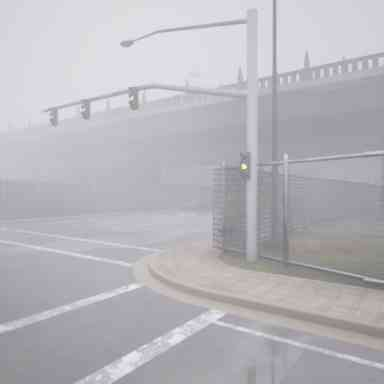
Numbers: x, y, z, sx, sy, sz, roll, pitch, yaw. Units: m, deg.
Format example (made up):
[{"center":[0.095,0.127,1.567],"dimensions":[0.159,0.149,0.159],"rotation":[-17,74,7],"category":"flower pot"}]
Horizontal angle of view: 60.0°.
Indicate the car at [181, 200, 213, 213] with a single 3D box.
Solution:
[{"center":[0.964,1.573,38.133],"dimensions":[2.033,1.411,5.357],"rotation":[0,0,35],"category":"car"}]
